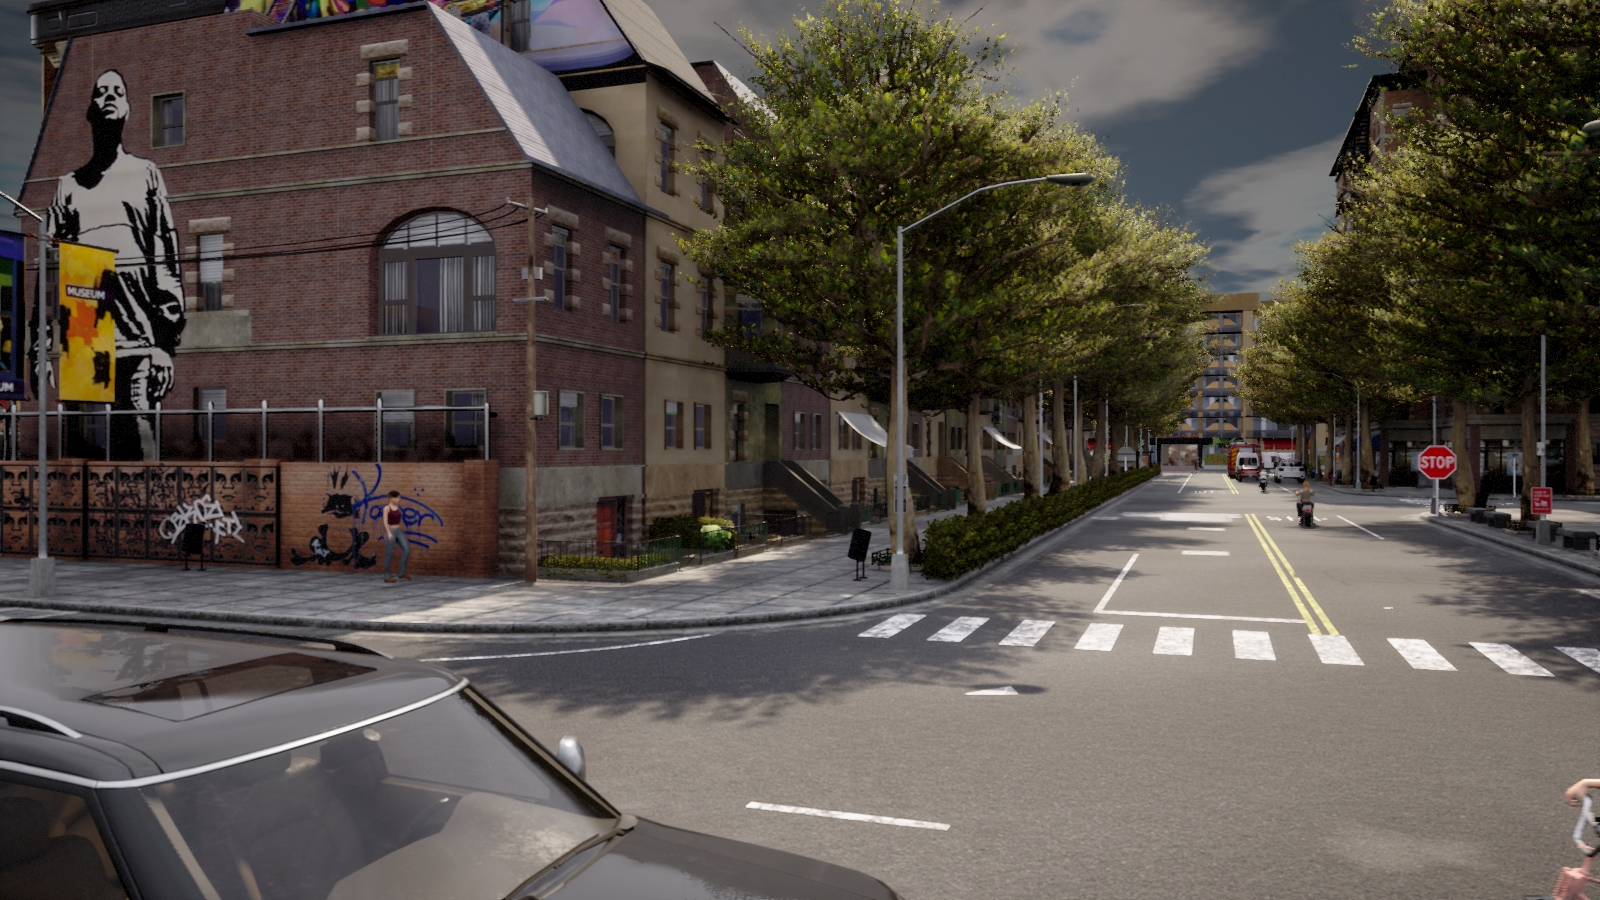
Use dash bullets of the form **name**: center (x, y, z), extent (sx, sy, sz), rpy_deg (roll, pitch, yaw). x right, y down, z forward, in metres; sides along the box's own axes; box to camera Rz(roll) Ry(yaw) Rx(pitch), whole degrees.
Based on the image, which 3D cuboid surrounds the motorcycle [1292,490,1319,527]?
- **motorcycle**: center (18.965, 2.171, 42.875), extent (0.764, 1.277, 2.356), rpy_deg (0, 0, 20)

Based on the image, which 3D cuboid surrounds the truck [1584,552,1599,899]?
- **truck**: center (4.576, 1.569, 1.638), extent (5.204, 2.467, 2.627), rpy_deg (0, 0, 20)

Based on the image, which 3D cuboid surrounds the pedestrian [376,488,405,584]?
- **pedestrian**: center (-8.082, 1.691, 22.540), extent (0.375, 1.860, 0.375), rpy_deg (0, 0, 22)

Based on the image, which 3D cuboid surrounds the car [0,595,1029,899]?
- **car**: center (-2.162, 1.783, 4.057), extent (5.566, 2.045, 2.150), rpy_deg (0, 0, 20)
